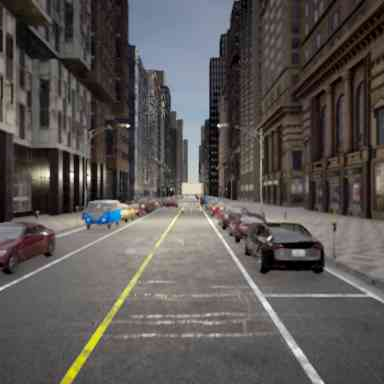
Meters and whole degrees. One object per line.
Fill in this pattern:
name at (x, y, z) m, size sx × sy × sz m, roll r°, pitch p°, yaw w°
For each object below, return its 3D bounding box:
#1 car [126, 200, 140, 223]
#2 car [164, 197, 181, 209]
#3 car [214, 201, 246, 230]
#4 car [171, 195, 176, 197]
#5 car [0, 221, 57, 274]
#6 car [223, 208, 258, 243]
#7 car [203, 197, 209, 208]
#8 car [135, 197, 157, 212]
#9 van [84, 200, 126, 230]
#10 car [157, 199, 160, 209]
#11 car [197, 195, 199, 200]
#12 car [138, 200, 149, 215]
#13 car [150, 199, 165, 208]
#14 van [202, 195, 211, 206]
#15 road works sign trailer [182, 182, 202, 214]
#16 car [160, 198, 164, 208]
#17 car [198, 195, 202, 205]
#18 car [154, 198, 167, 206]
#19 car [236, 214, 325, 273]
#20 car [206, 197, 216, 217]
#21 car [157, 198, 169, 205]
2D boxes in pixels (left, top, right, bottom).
car at (-5.766, 1.660, 27.298) m, size 1.752 × 1.417 × 4.829 m, roll 0°, pitch 0°, yaw 0°
car at (-3.080, 1.857, 51.075) m, size 1.895 × 1.301 × 4.718 m, roll 0°, pitch 0°, yaw 0°
car at (2.759, 1.548, 21.882) m, size 1.967 × 1.590 × 4.097 m, roll 0°, pitch 0°, yaw 0°
car at (-5.769, 1.981, 83.488) m, size 1.887 × 1.381 × 4.507 m, roll 0°, pitch 0°, yaw 0°
car at (-5.765, 1.635, 10.662) m, size 1.802 × 1.307 × 4.206 m, roll 0°, pitch 0°, yaw 0°
car at (2.760, 1.662, 16.281) m, size 1.802 × 1.307 × 4.206 m, roll 0°, pitch 0°, yaw 0°
car at (2.758, 1.747, 44.459) m, size 1.752 × 1.417 × 4.829 m, roll 0°, pitch 0°, yaw 0°
car at (-5.767, 1.507, 38.674) m, size 2.192 × 1.841 × 5.009 m, roll 0°, pitch 0°, yaw 0°
van at (-5.766, 1.449, 21.867) m, size 1.690 × 1.788 × 3.998 m, roll 0°, pitch 0°, yaw 0°
car at (-5.767, 1.803, 44.274) m, size 1.802 × 1.307 × 4.206 m, roll 0°, pitch 0°, yaw 0°
car at (2.756, 1.688, 72.298) m, size 2.192 × 1.841 × 5.009 m, roll 0°, pitch 0°, yaw 0°
car at (-5.766, 1.746, 33.070) m, size 1.802 × 1.307 × 4.206 m, roll 0°, pitch 0°, yaw 0°
car at (-5.767, 1.831, 55.479) m, size 2.008 × 1.369 × 4.403 m, roll 0°, pitch 0°, yaw 0°
van at (2.757, 1.591, 49.892) m, size 1.690 × 1.788 × 3.998 m, roll 0°, pitch 0°, yaw 0°
road works sign trailer at (-0.002, 0.654, 38.134) m, size 2.380 × 3.560 × 2.880 m, roll 0°, pitch 0°, yaw 0°
car at (-5.768, 1.690, 49.876) m, size 1.967 × 1.590 × 4.097 m, roll 0°, pitch 0°, yaw 0°
car at (2.756, 1.625, 61.095) m, size 2.192 × 1.841 × 5.009 m, roll 0°, pitch 0°, yaw 0°
car at (-5.768, 1.876, 61.080) m, size 1.947 × 1.339 × 4.313 m, roll 0°, pitch 0°, yaw 0°
car at (2.760, 1.618, 10.679) m, size 1.947 × 1.339 × 4.313 m, roll 0°, pitch 0°, yaw 0°
car at (2.759, 1.604, 33.085) m, size 1.967 × 1.590 × 4.097 m, roll 0°, pitch 0°, yaw 0°
car at (-5.768, 1.907, 66.682) m, size 1.947 × 1.339 × 4.313 m, roll 0°, pitch 0°, yaw 0°
